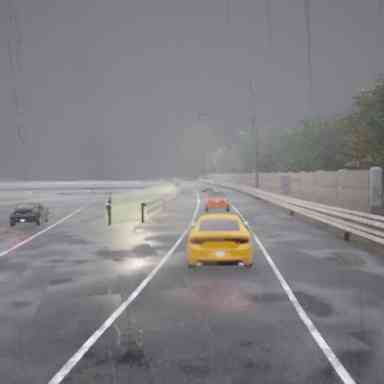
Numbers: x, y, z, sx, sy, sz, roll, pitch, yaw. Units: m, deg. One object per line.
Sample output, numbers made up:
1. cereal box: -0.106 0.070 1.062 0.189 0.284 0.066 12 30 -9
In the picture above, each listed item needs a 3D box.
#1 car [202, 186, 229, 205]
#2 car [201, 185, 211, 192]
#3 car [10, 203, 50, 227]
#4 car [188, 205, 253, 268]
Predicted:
1. car: 2.262 0.715 30.815 2.097 1.767 4.553 -1 3 3
2. car: 2.557 -0.557 58.115 1.895 1.301 4.718 -1 3 -1
3. car: -11.541 1.571 23.869 1.837 1.490 4.892 -1 0 -13
4. car: 0.948 1.481 11.451 1.882 1.535 5.008 -1 1 5
